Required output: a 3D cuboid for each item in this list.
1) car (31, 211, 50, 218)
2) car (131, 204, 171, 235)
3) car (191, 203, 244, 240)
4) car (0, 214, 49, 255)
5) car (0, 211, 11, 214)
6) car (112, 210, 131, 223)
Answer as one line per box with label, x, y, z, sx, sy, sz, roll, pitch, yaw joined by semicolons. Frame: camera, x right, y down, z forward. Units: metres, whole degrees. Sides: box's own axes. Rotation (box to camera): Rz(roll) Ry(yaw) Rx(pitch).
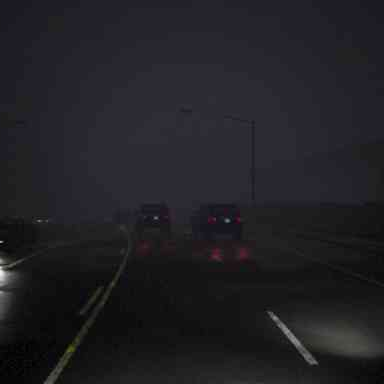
car;-24.685;3.754;53.680;2.033;1.411;5.357;1;-3;-40
car;-2.883;1.887;23.608;2.150;2.045;5.566;0;-3;-13
car;1.391;1.730;20.369;2.150;2.045;5.566;0;-2;-11
car;-8.498;1.930;15.257;2.033;1.411;5.357;0;-2;-9
car;-31.762;3.931;55.693;4.892;1.490;1.837;-3;-3;42
car;-8.648;2.942;40.935;2.128;1.511;4.902;0;-3;-23
